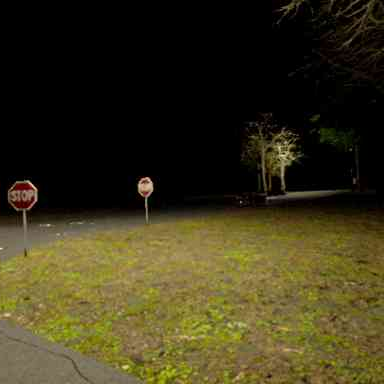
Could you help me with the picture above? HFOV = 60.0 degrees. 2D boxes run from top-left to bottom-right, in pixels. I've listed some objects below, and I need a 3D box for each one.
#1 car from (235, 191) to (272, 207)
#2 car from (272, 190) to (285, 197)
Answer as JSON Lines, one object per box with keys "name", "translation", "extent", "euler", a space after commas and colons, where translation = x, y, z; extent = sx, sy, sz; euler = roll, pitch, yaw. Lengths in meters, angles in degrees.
{"name": "car", "translation": [6.275, 0.706, 35.263], "extent": [2.128, 1.511, 4.902], "euler": [-3, 0, 34]}
{"name": "car", "translation": [15.396, 0.256, 61.152], "extent": [1.895, 1.301, 4.718], "euler": [-3, 0, 34]}
